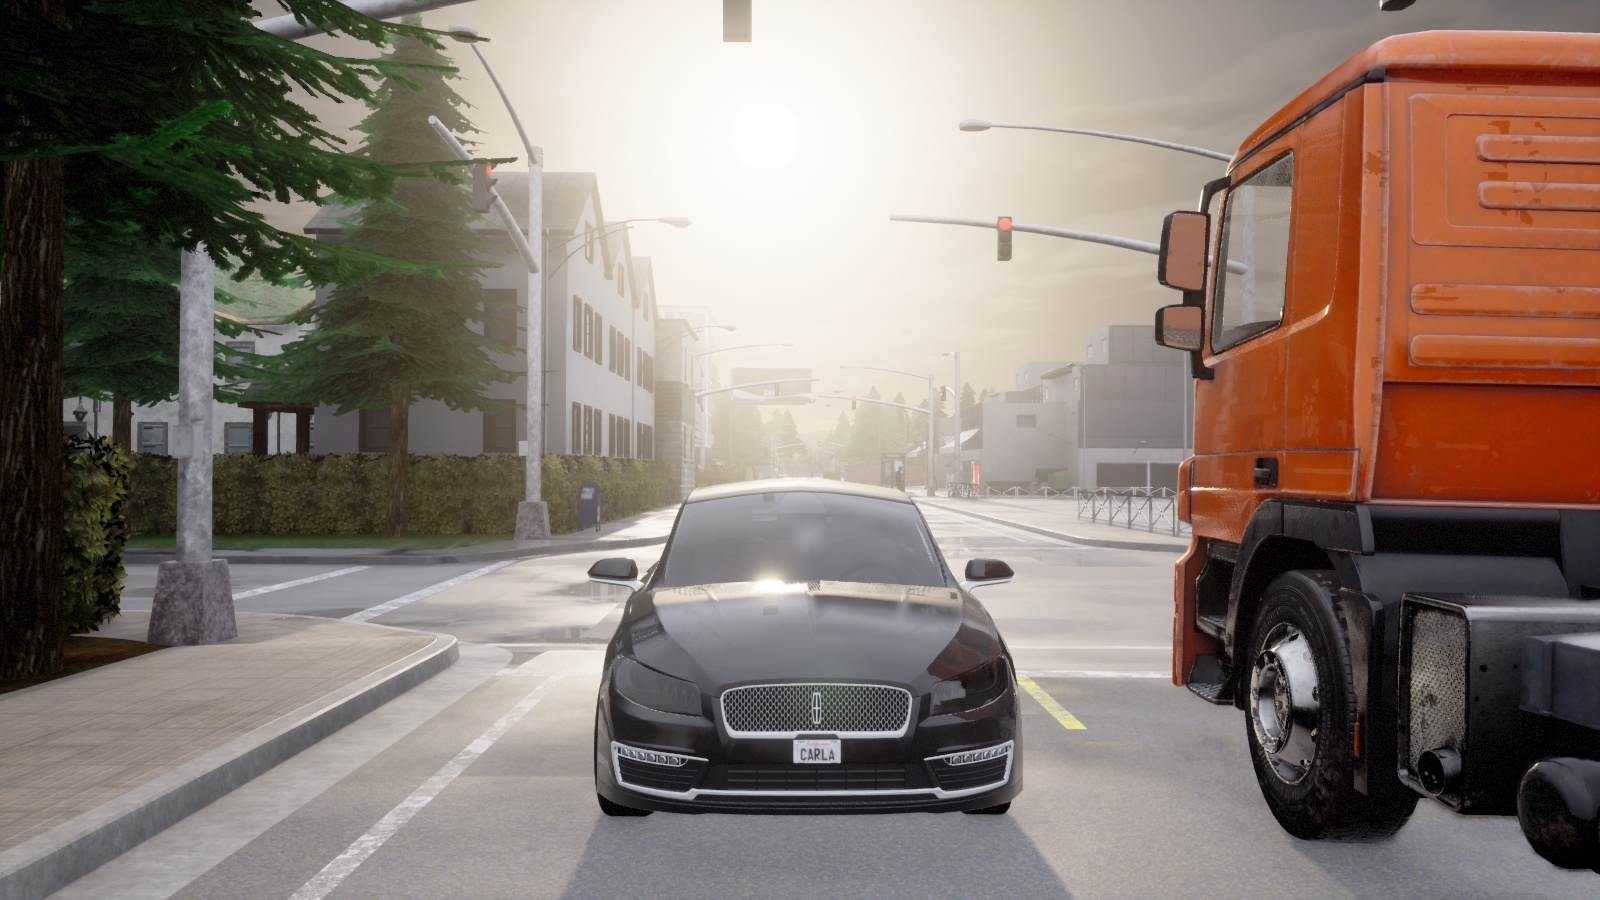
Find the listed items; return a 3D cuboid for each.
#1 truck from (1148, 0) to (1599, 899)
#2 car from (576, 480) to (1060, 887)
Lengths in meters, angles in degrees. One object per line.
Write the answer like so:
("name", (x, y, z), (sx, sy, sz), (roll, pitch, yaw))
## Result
("truck", (3.467, -0.063, 3.129), (2.891, 3.462, 7.936), (1, 0, 0))
("car", (-0.006, 0.941, 7.222), (1.837, 1.490, 4.892), (0, -1, -2))
